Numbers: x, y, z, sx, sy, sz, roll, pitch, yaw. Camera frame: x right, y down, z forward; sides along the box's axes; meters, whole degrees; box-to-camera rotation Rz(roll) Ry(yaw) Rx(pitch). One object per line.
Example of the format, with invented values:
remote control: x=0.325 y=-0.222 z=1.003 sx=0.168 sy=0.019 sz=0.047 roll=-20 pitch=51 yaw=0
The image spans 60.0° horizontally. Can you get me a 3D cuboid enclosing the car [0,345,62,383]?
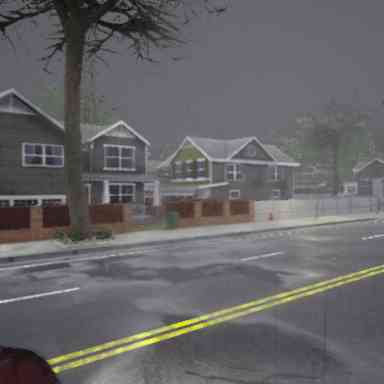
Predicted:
car: x=-2.670 y=1.576 z=1.531 sx=4.181 sy=1.385 sz=1.994 roll=-1 pitch=0 yaw=-36
